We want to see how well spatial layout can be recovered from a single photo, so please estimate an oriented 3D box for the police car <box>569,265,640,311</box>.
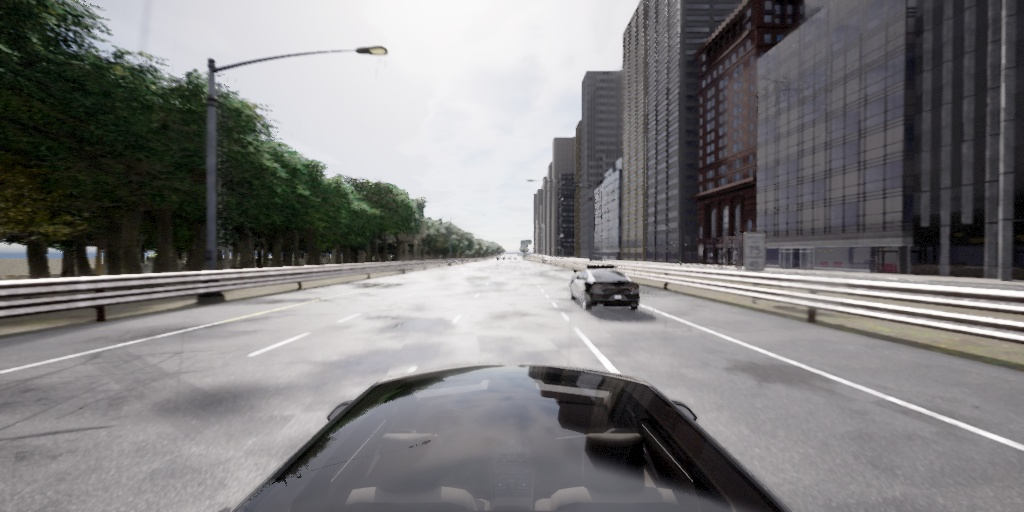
[{"bbox_3d":[3.563,1.182,14.693,1.930,1.638,5.238,0,0,0],"label":"police car"}]
